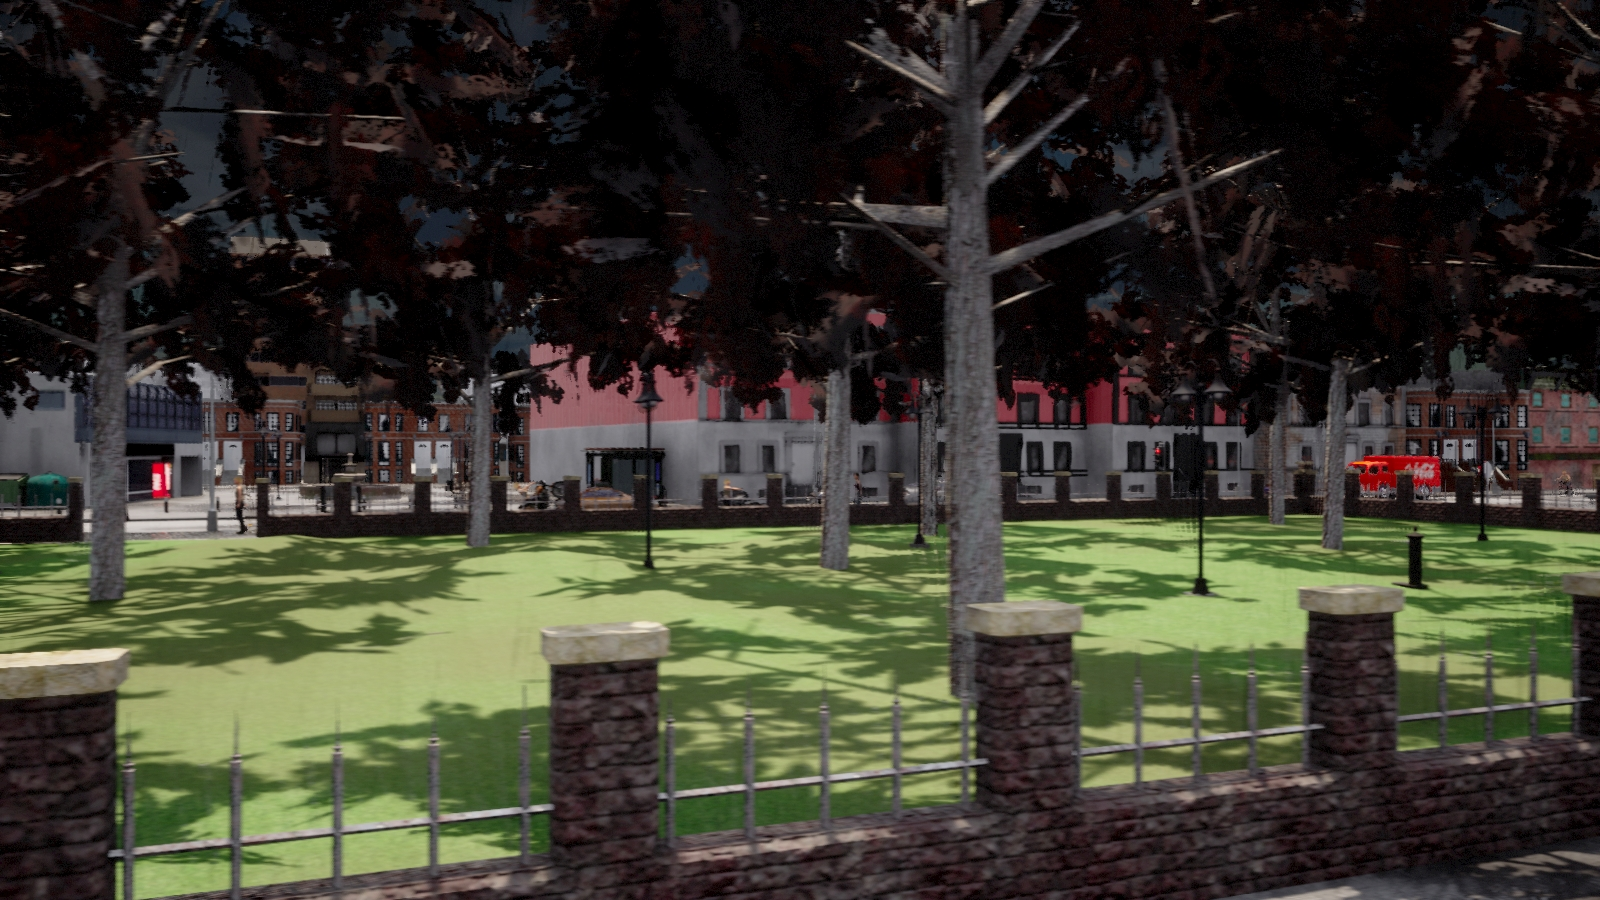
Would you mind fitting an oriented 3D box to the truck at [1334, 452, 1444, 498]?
[{"bbox_3d":[32.900,1.350,63.813,5.204,2.467,2.627,0,0,-20],"label":"truck"}]

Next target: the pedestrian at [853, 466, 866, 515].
[{"bbox_3d":[2.264,1.527,43.411,0.375,1.860,0.375,0,0,-20],"label":"pedestrian"}]

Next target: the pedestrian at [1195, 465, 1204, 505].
[{"bbox_3d":[18.728,1.631,53.560,0.375,1.860,0.375,0,0,31],"label":"pedestrian"}]

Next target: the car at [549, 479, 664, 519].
[{"bbox_3d":[-7.629,1.911,44.964,4.181,1.385,1.994,-1,0,-19],"label":"car"}]

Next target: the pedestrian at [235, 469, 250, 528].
[{"bbox_3d":[-17.707,1.523,36.299,0.375,1.860,0.375,0,0,-17],"label":"pedestrian"}]

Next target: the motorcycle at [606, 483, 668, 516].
[{"bbox_3d":[-6.473,1.951,45.383,2.356,1.277,0.764,0,0,-20],"label":"motorcycle"}]
